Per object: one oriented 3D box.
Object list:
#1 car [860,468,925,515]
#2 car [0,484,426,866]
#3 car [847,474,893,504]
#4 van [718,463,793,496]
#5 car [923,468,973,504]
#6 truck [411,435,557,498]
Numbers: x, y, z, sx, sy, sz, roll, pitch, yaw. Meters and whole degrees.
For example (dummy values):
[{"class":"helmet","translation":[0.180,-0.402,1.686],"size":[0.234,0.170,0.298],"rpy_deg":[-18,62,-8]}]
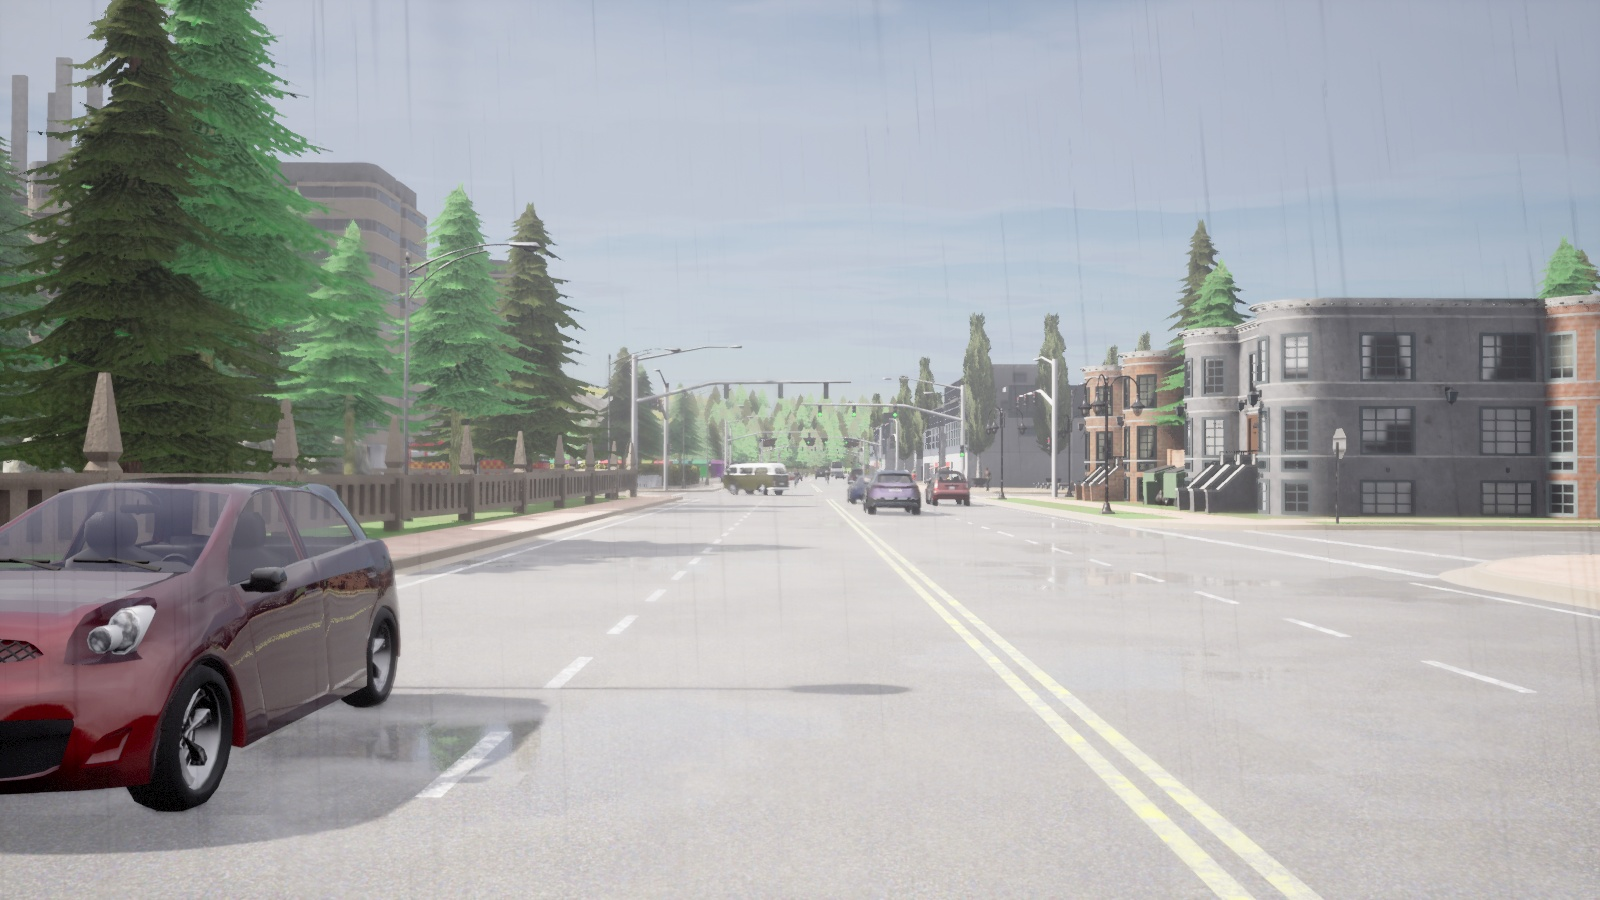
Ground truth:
[{"class":"car","translation":[3.395,1.515,46.805],"size":[2.033,1.649,4.856],"rpy_deg":[0,-1,0]},{"class":"car","translation":[-3.515,0.958,6.892],"size":[1.845,1.501,3.633],"rpy_deg":[0,-1,0]},{"class":"car","translation":[3.364,1.884,60.812],"size":[1.994,1.385,4.181],"rpy_deg":[0,-1,0]},{"class":"van","translation":[-2.848,1.891,80.114],"size":[4.480,2.038,2.069],"rpy_deg":[-1,-2,39]},{"class":"car","translation":[6.868,1.670,58.759],"size":[1.851,1.617,3.988],"rpy_deg":[0,-1,0]},{"class":"truck","translation":[-19.815,1.053,79.054],"size":[8.468,3.827,2.891],"rpy_deg":[0,-1,0]}]
